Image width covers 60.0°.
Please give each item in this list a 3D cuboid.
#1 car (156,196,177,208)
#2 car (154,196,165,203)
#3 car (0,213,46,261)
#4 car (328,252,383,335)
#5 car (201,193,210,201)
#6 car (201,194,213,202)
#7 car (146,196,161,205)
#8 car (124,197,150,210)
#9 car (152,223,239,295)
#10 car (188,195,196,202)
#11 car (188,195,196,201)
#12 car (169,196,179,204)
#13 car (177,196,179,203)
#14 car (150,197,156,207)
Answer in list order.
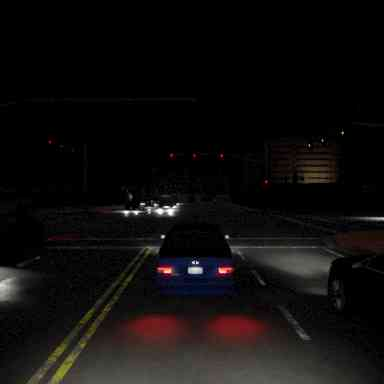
[{"bbox_3d":[-3.630,1.601,47.563,1.895,1.301,4.718,0,0,0],"label":"car"},{"bbox_3d":[-7.048,1.553,71.675,1.994,1.385,4.181,0,0,0],"label":"car"},{"bbox_3d":[-6.963,1.526,12.370,1.812,1.442,4.674,1,0,-4],"label":"car"},{"bbox_3d":[3.560,1.491,4.624,2.128,1.511,4.902,0,0,0],"label":"car"},{"bbox_3d":[3.443,1.228,84.616,2.097,1.767,4.553,0,0,0],"label":"car"},{"bbox_3d":[3.450,1.344,74.660,2.097,1.767,4.553,0,0,0],"label":"car"},{"bbox_3d":[-7.105,1.547,61.756,2.033,1.411,5.357,0,0,0],"label":"car"},{"bbox_3d":[-7.170,1.547,42.314,2.033,1.411,5.357,0,0,2],"label":"car"},{"bbox_3d":[0.077,1.547,8.868,2.033,1.411,5.357,0,0,0],"label":"car"},{"bbox_3d":[-0.050,1.531,74.368,2.033,1.411,5.357,0,0,0],"label":"car"},{"bbox_3d":[-0.057,1.425,84.641,1.994,1.385,4.181,0,0,0],"label":"car"},{"bbox_3d":[-3.566,1.505,66.926,1.837,1.490,4.892,0,0,0],"label":"car"},{"bbox_3d":[-3.622,1.492,56.880,2.128,1.511,4.902,0,0,0],"label":"car"},{"bbox_3d":[-7.128,1.505,51.956,1.837,1.490,4.892,0,0,0],"label":"car"}]
